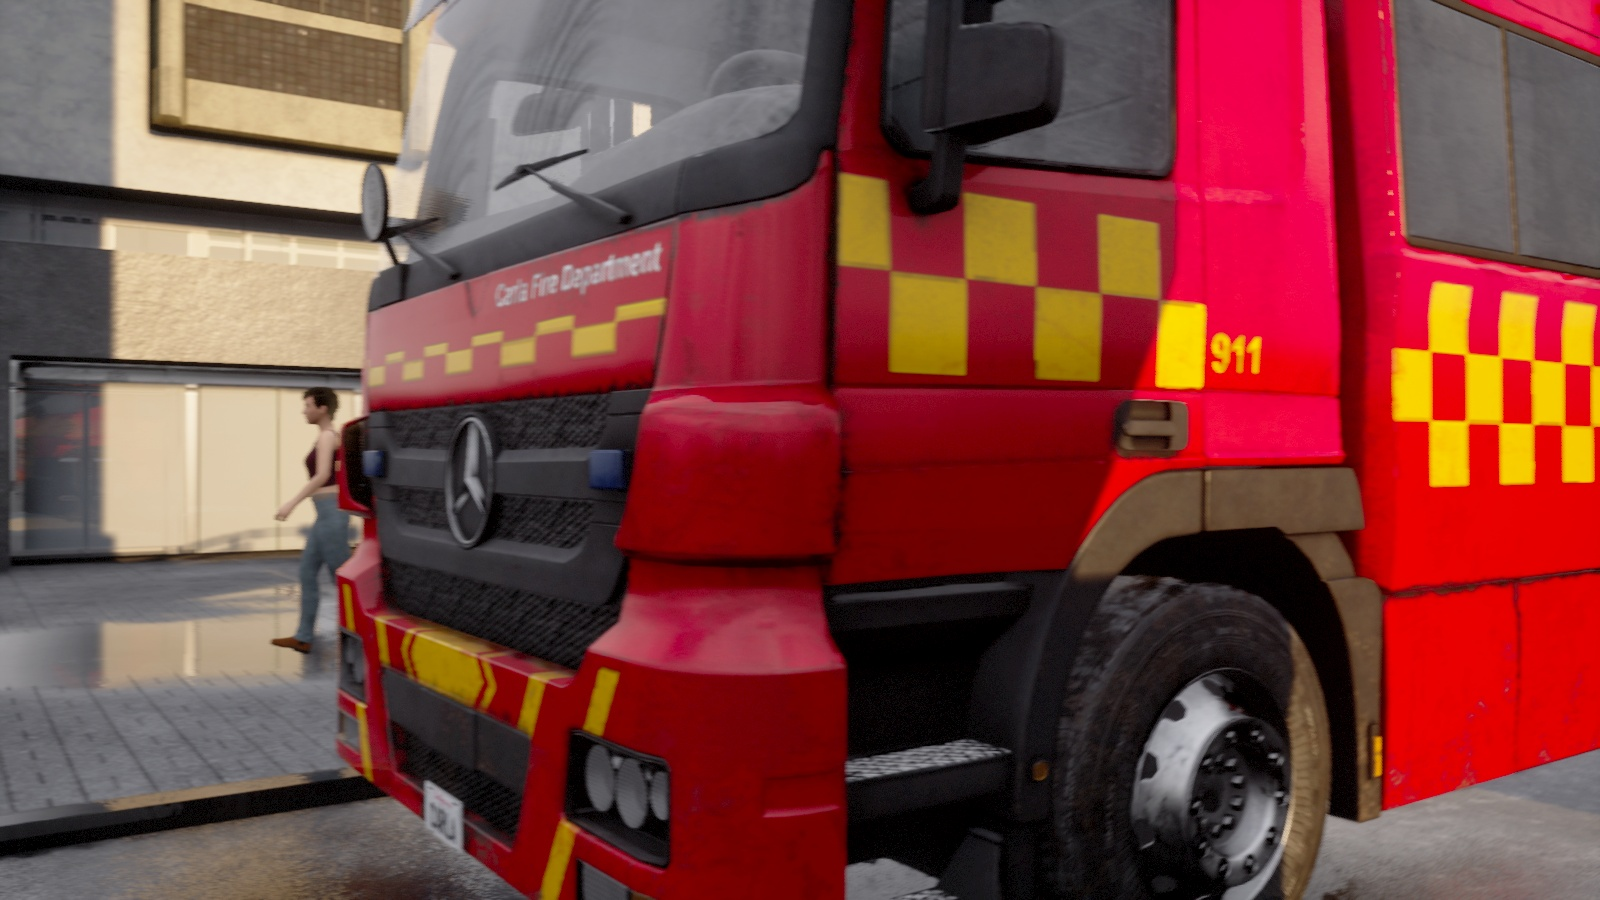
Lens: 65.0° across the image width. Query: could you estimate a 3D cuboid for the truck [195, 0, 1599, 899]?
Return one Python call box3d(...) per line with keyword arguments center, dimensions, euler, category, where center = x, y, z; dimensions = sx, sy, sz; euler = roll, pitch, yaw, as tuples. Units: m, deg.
box3d(center=(2.126, -0.410, 5.752), dimensions=(8.468, 3.827, 2.891), euler=(0, 0, -35), category="truck")
